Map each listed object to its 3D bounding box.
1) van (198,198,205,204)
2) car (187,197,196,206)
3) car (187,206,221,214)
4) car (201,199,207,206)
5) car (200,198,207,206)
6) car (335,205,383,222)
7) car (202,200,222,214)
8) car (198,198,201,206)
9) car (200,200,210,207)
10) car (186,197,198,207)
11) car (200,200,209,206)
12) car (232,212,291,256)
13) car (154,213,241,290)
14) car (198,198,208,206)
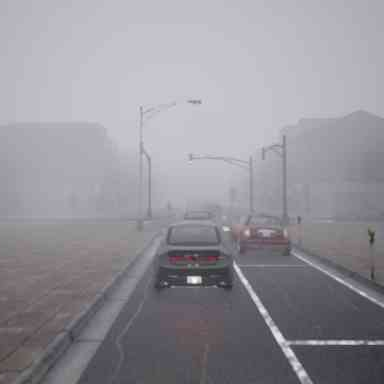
[{"bbox_3d":[2.636,2.608,94.878,1.690,1.788,3.998,1,-1,0],"label":"van"},{"bbox_3d":[-0.018,2.244,81.463,2.150,2.045,5.566,0,-1,0],"label":"car"},{"bbox_3d":[0.496,1.754,19.678,1.895,1.301,4.718,0,0,7],"label":"car"},{"bbox_3d":[2.645,2.025,45.940,1.947,1.339,4.313,1,-1,0],"label":"car"},{"bbox_3d":[2.645,2.062,51.547,1.752,1.417,4.829,1,-1,0],"label":"car"},{"bbox_3d":[14.559,1.829,28.588,4.181,1.385,1.994,0,-2,0],"label":"car"},{"bbox_3d":[2.647,1.955,40.504,1.947,1.339,4.313,1,-1,0],"label":"car"},{"bbox_3d":[2.641,2.264,62.251,1.947,1.339,4.313,1,-1,0],"label":"car"},{"bbox_3d":[2.640,2.314,67.858,1.752,1.417,4.829,1,-1,0],"label":"car"},{"bbox_3d":[-0.002,2.066,71.055,2.150,2.045,5.566,0,-1,0],"label":"car"},{"bbox_3d":[2.639,2.403,73.296,1.752,1.417,4.829,1,-1,0],"label":"car"},{"bbox_3d":[2.659,1.553,13.759,1.967,1.590,4.097,2,-1,0],"label":"car"},{"bbox_3d":[0.027,1.581,9.305,1.837,1.490,4.892,0,0,0],"label":"car"},{"bbox_3d":[2.641,2.283,78.567,2.192,1.841,5.009,1,-1,0],"label":"car"}]
